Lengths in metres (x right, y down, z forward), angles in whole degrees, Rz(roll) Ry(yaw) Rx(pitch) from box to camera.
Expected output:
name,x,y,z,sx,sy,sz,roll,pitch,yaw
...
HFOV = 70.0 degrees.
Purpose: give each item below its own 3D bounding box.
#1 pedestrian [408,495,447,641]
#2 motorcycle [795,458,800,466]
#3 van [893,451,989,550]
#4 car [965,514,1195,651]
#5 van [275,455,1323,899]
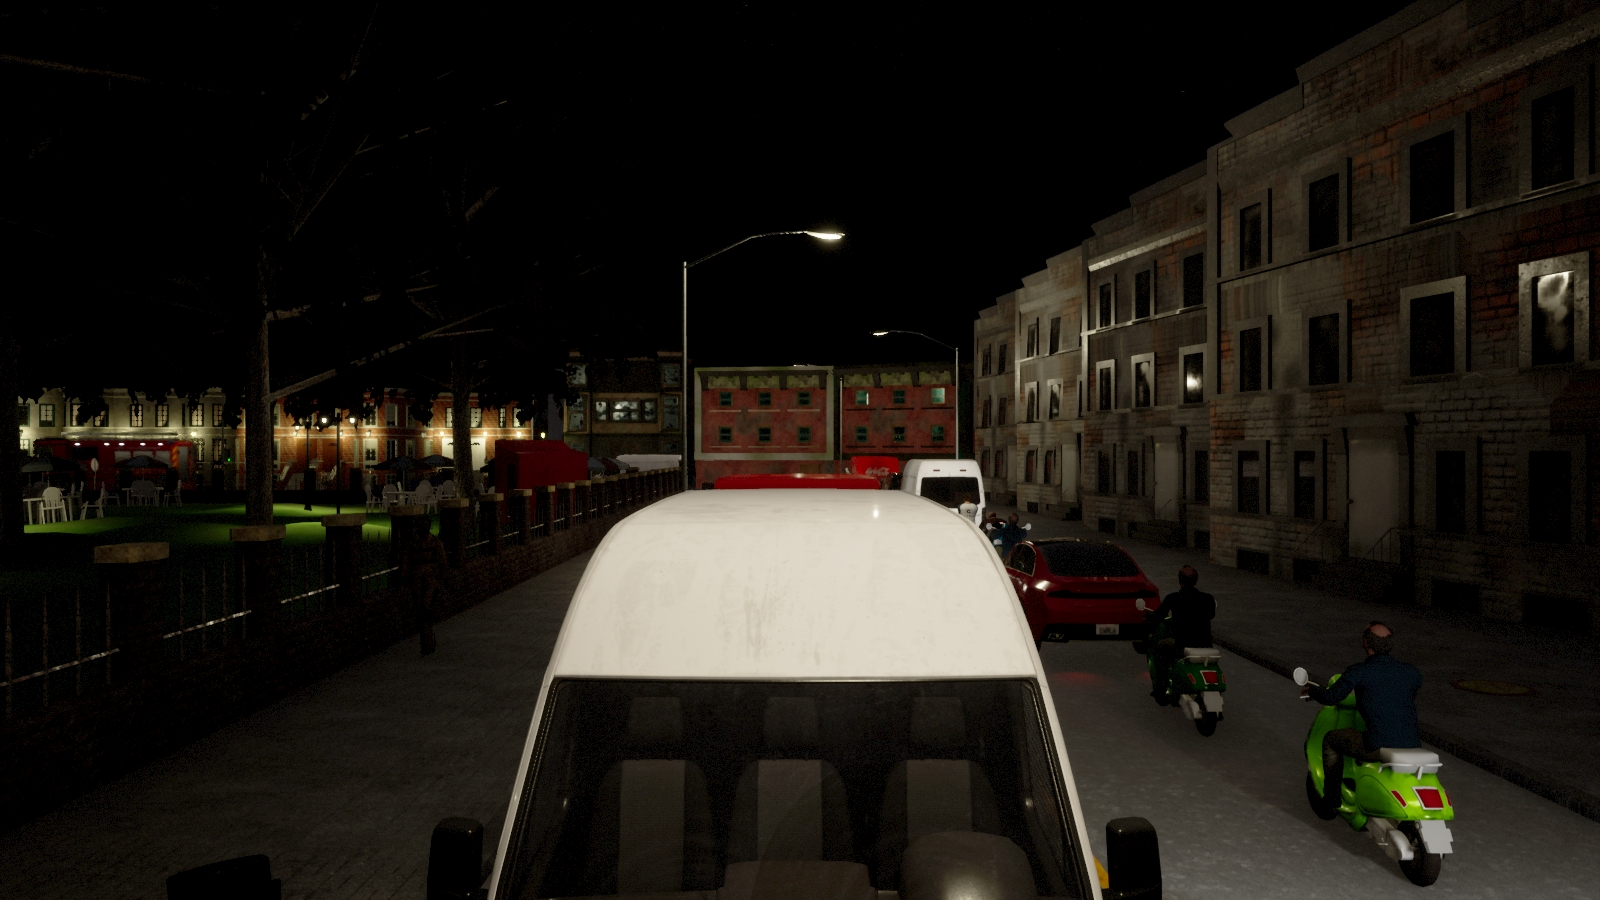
name,x,y,z,sx,sy,sz,roll,pitch,yaw
pedestrian,-4.843,1.525,14.858,0.375,1.860,0.375,0,0,0
motorcycle,-0.384,1.962,183.190,0.856,1.236,1.805,0,0,0
van,3.906,1.314,32.634,1.988,2.561,5.915,0,0,0
car,3.953,1.841,17.118,2.231,1.480,4.892,0,0,0
van,-0.006,1.314,5.127,1.988,2.561,5.915,0,0,0
